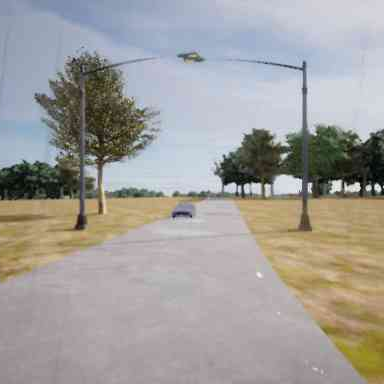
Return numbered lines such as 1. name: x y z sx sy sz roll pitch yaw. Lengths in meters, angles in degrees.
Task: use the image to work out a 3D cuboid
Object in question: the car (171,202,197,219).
1. car: -0.613 1.614 30.316 2.033 1.411 5.357 0 0 6
